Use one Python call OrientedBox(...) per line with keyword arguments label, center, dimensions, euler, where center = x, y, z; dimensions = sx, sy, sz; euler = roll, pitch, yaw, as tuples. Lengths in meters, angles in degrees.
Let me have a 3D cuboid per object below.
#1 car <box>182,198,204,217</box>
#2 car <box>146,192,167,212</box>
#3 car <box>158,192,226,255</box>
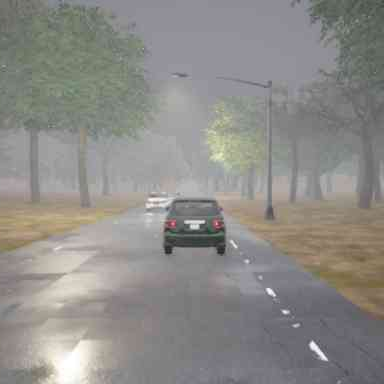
OrientedBox(label="car", center=(0.079, 1.370, 30.354), dimensions=(1.812, 1.442, 4.674), euler=(0, 0, 0))
OrientedBox(label="car", center=(-3.602, 1.016, 36.141), dimensions=(2.150, 2.045, 5.566), euler=(0, 0, 0))
OrientedBox(label="car", center=(0.091, 1.178, 13.258), dimensions=(2.150, 2.045, 5.566), euler=(0, 0, 0))
